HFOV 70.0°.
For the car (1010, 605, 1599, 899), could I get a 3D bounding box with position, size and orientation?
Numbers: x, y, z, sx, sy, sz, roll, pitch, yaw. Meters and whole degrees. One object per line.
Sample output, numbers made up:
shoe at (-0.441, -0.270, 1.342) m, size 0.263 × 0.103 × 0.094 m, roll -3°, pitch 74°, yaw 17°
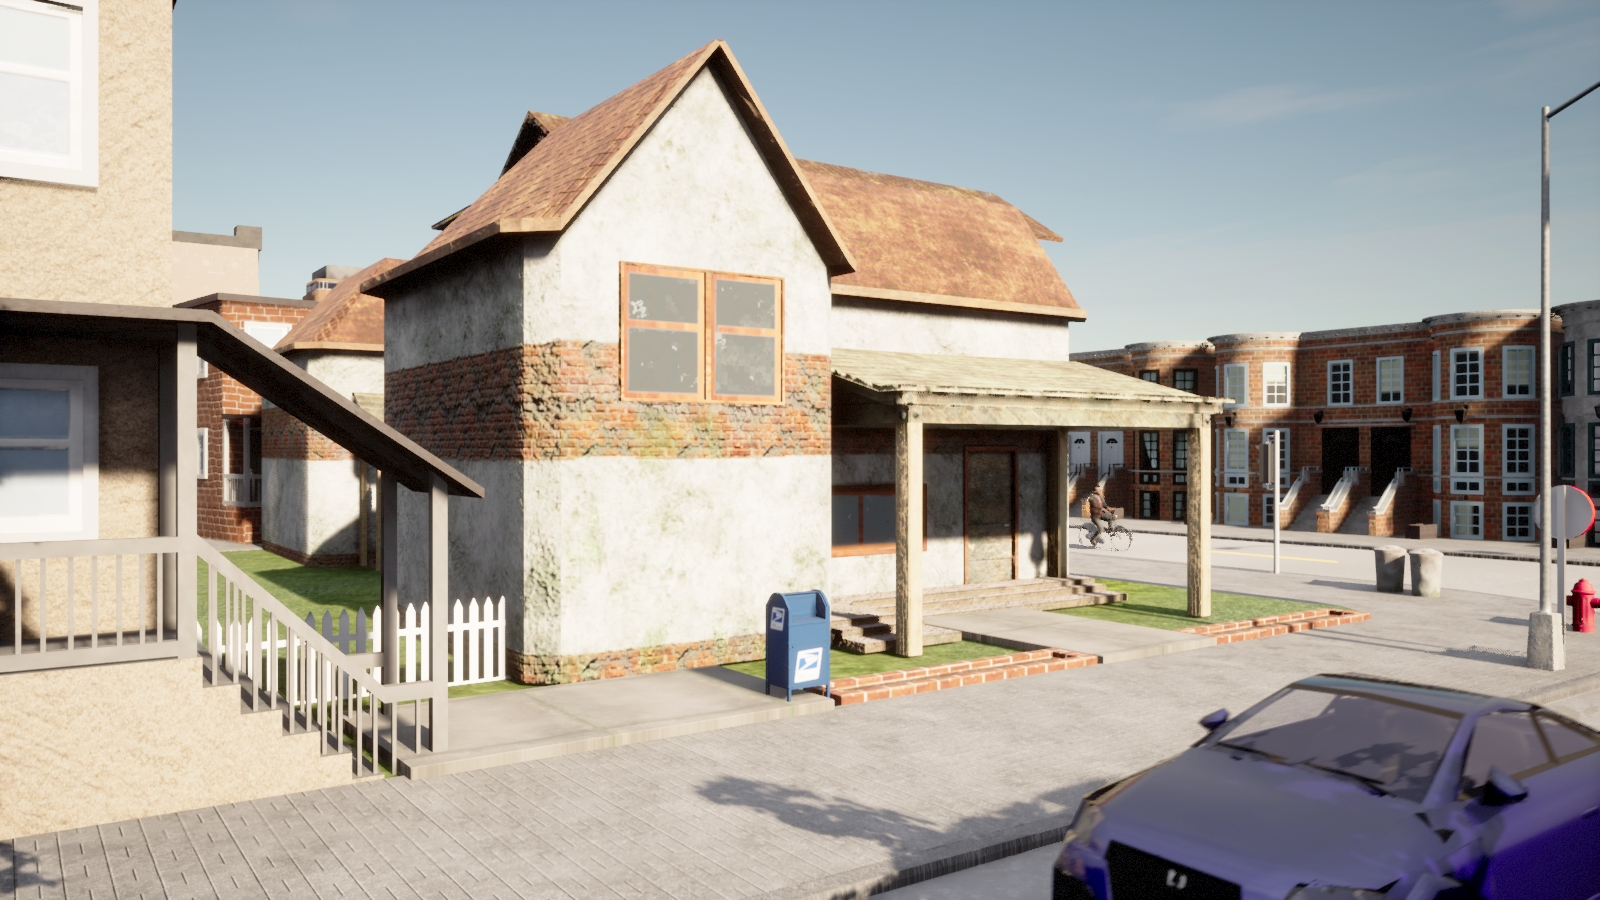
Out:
car at (3.469, 1.895, 6.826) m, size 4.181 × 1.385 × 1.994 m, roll 0°, pitch 0°, yaw -35°
